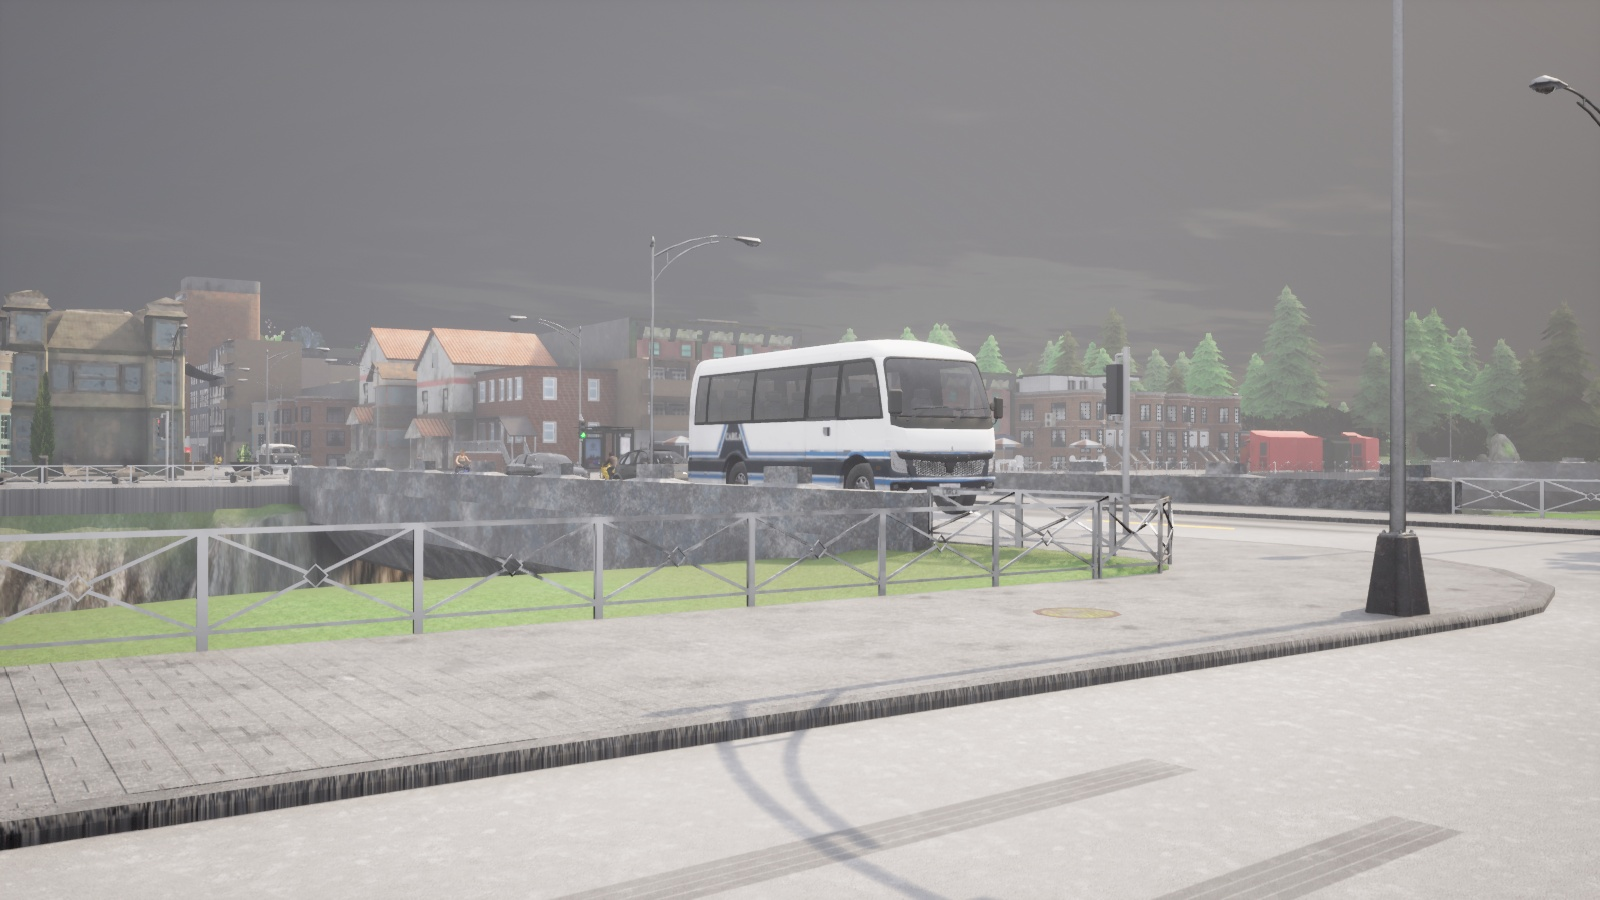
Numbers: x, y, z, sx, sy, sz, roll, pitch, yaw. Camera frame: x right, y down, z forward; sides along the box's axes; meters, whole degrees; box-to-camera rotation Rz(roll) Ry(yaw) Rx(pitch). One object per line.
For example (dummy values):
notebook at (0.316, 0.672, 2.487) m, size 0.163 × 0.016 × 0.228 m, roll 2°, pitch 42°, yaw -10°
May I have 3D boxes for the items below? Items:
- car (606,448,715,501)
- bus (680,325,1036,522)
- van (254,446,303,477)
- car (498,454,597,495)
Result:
car at (-4.535, 0.751, 40.350) m, size 1.851 × 1.617 × 3.988 m, roll 0°, pitch 0°, yaw -33°
bus at (1.029, -0.554, 32.420) m, size 3.944 × 4.253 × 10.273 m, roll 0°, pitch 0°, yaw -33°
van at (-34.689, 0.746, 83.502) m, size 2.069 × 2.038 × 4.480 m, roll 0°, pitch 0°, yaw -35°
car at (-9.613, 0.886, 47.507) m, size 1.837 × 1.490 × 4.892 m, roll 0°, pitch 0°, yaw -36°
